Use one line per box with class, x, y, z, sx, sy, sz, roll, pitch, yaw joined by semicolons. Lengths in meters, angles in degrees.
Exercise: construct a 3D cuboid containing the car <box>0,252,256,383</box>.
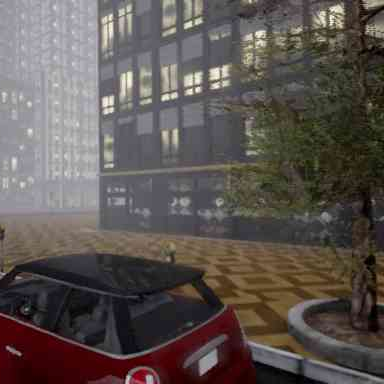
car;-1.444;1.455;3.916;4.097;1.590;1.967;0;-1;35
